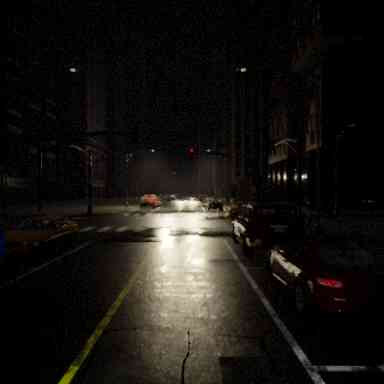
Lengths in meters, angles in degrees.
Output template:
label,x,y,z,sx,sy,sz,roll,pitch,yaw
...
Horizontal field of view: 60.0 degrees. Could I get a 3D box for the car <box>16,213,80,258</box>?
label,x,y,z,sx,sy,sz,roll,pitch,yaw
car,-5.770,1.512,12.683,1.752,1.417,4.829,0,0,0

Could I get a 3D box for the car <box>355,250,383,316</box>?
label,x,y,z,sx,sy,sz,roll,pitch,yaw
car,2.760,1.439,1.512,1.967,1.590,4.097,0,0,0

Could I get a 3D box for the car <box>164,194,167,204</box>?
label,x,y,z,sx,sy,sz,roll,pitch,yaw
car,-5.789,1.520,56.750,1.947,1.339,4.313,0,0,0

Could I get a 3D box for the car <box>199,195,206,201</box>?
label,x,y,z,sx,sy,sz,roll,pitch,yaw
car,2.723,1.471,85.135,1.752,1.417,4.829,0,0,0

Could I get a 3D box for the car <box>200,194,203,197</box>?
label,x,y,z,sx,sy,sz,roll,pitch,yaw
car,2.736,1.500,56.762,1.887,1.381,4.507,0,0,0

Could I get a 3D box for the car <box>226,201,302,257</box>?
label,x,y,z,sx,sy,sz,roll,pitch,yaw
car,2.755,1.303,12.867,2.192,1.841,5.009,0,0,0

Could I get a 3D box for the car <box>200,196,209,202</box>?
label,x,y,z,sx,sy,sz,roll,pitch,yaw
car,2.729,1.530,73.684,1.802,1.307,4.206,0,0,0

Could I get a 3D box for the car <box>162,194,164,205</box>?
label,x,y,z,sx,sy,sz,roll,pitch,yaw
car,-5.787,1.398,51.109,1.967,1.590,4.097,0,0,0

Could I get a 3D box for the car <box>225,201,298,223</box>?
label,x,y,z,sx,sy,sz,roll,pitch,yaw
car,5.098,1.454,24.891,5.008,1.535,1.882,0,0,0

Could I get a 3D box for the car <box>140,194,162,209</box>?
label,x,y,z,sx,sy,sz,roll,pitch,yaw
car,-5.784,1.276,45.468,2.192,1.841,5.009,0,0,0

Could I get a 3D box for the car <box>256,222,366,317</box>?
label,x,y,z,sx,sy,sz,roll,pitch,yaw
car,2.758,1.575,7.190,1.802,1.307,4.206,0,0,0

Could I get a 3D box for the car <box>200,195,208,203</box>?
label,x,y,z,sx,sy,sz,roll,pitch,yaw
car,2.739,1.509,51.122,2.008,1.369,4.403,0,0,0

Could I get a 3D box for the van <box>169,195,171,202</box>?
label,x,y,z,sx,sy,sz,roll,pitch,yaw
van,-5.795,1.290,68.030,1.690,1.788,3.998,0,0,0

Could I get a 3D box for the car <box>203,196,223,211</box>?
label,x,y,z,sx,sy,sz,roll,pitch,yaw
car,2.743,1.517,39.840,2.008,1.369,4.403,0,0,0

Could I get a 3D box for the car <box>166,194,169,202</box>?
label,x,y,z,sx,sy,sz,roll,pitch,yaw
car,-5.791,1.533,62.390,1.802,1.307,4.206,0,0,0

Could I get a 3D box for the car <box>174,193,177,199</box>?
label,x,y,z,sx,sy,sz,roll,pitch,yaw
car,-5.804,1.510,90.593,1.947,1.339,4.313,0,0,0

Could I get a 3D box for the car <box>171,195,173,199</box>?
label,x,y,z,sx,sy,sz,roll,pitch,yaw
car,-5.797,1.387,73.671,1.967,1.590,4.097,0,0,0

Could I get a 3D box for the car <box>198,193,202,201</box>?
label,x,y,z,sx,sy,sz,roll,pitch,yaw
car,2.731,1.390,68.043,1.967,1.590,4.097,0,0,0

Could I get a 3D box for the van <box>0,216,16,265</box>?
label,x,y,z,sx,sy,sz,roll,pitch,yaw
van,-5.767,1.333,7.176,1.690,1.788,3.998,0,0,0
